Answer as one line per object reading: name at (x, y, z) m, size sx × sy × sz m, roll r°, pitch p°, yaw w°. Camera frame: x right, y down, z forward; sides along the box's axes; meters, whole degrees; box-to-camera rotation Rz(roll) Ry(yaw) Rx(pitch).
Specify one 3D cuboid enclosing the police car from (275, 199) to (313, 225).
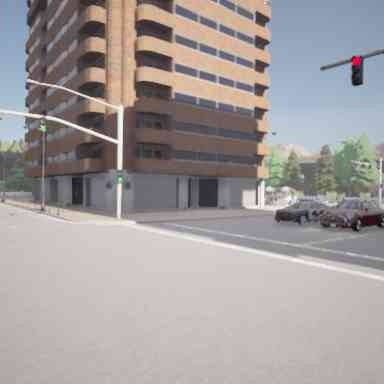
police car at (7.690, 1.301, 22.701) m, size 5.238 × 1.638 × 1.930 m, roll 0°, pitch 1°, yaw -37°

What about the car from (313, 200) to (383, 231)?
car at (9.658, 1.277, 19.904) m, size 4.553 × 1.767 × 2.097 m, roll 0°, pitch 1°, yaw -37°
